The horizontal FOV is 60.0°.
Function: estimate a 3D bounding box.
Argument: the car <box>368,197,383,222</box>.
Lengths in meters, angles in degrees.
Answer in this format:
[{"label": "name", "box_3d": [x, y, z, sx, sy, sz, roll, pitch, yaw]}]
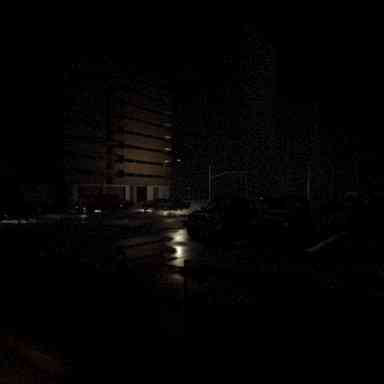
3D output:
[{"label": "car", "box_3d": [15.988, 1.395, 27.256, 1.970, 1.475, 3.806, 0, 0, 34]}]

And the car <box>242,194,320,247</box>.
[{"label": "car", "box_3d": [3.950, 1.156, 14.313, 1.905, 1.878, 3.866, 0, 0, 34]}]

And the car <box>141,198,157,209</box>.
[{"label": "car", "box_3d": [-4.428, 1.547, 44.917, 2.033, 1.411, 5.357, 0, 0, 34]}]

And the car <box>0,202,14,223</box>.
[{"label": "car", "box_3d": [-15.112, 1.505, 22.380, 1.837, 1.490, 4.892, 0, 0, 34]}]

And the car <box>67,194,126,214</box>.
[{"label": "car", "box_3d": [-10.244, 1.221, 36.285, 2.150, 2.045, 5.566, 0, 0, 34]}]

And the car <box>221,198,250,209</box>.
[{"label": "car", "box_3d": [6.354, 1.547, 48.073, 2.033, 1.411, 5.357, 0, 0, 34]}]

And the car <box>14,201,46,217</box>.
[{"label": "car", "box_3d": [-15.356, 1.564, 28.689, 1.994, 1.385, 4.181, 0, 0, 34]}]

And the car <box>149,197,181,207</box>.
[{"label": "car", "box_3d": [-4.045, 1.547, 51.702, 2.033, 1.411, 5.357, 0, 0, 35]}]

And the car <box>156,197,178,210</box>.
[{"label": "car", "box_3d": [-1.959, 1.601, 41.982, 1.895, 1.301, 4.718, 0, 0, 34]}]

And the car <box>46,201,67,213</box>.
[{"label": "car", "box_3d": [-15.267, 1.601, 35.092, 1.895, 1.301, 4.718, 0, 0, 34]}]

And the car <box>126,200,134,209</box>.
[{"label": "car", "box_3d": [-9.885, 1.547, 43.091, 2.033, 1.411, 5.357, 0, 0, 34]}]

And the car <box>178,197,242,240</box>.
[{"label": "car", "box_3d": [1.585, 1.153, 15.981, 1.932, 1.855, 4.605, 0, 0, 34]}]
